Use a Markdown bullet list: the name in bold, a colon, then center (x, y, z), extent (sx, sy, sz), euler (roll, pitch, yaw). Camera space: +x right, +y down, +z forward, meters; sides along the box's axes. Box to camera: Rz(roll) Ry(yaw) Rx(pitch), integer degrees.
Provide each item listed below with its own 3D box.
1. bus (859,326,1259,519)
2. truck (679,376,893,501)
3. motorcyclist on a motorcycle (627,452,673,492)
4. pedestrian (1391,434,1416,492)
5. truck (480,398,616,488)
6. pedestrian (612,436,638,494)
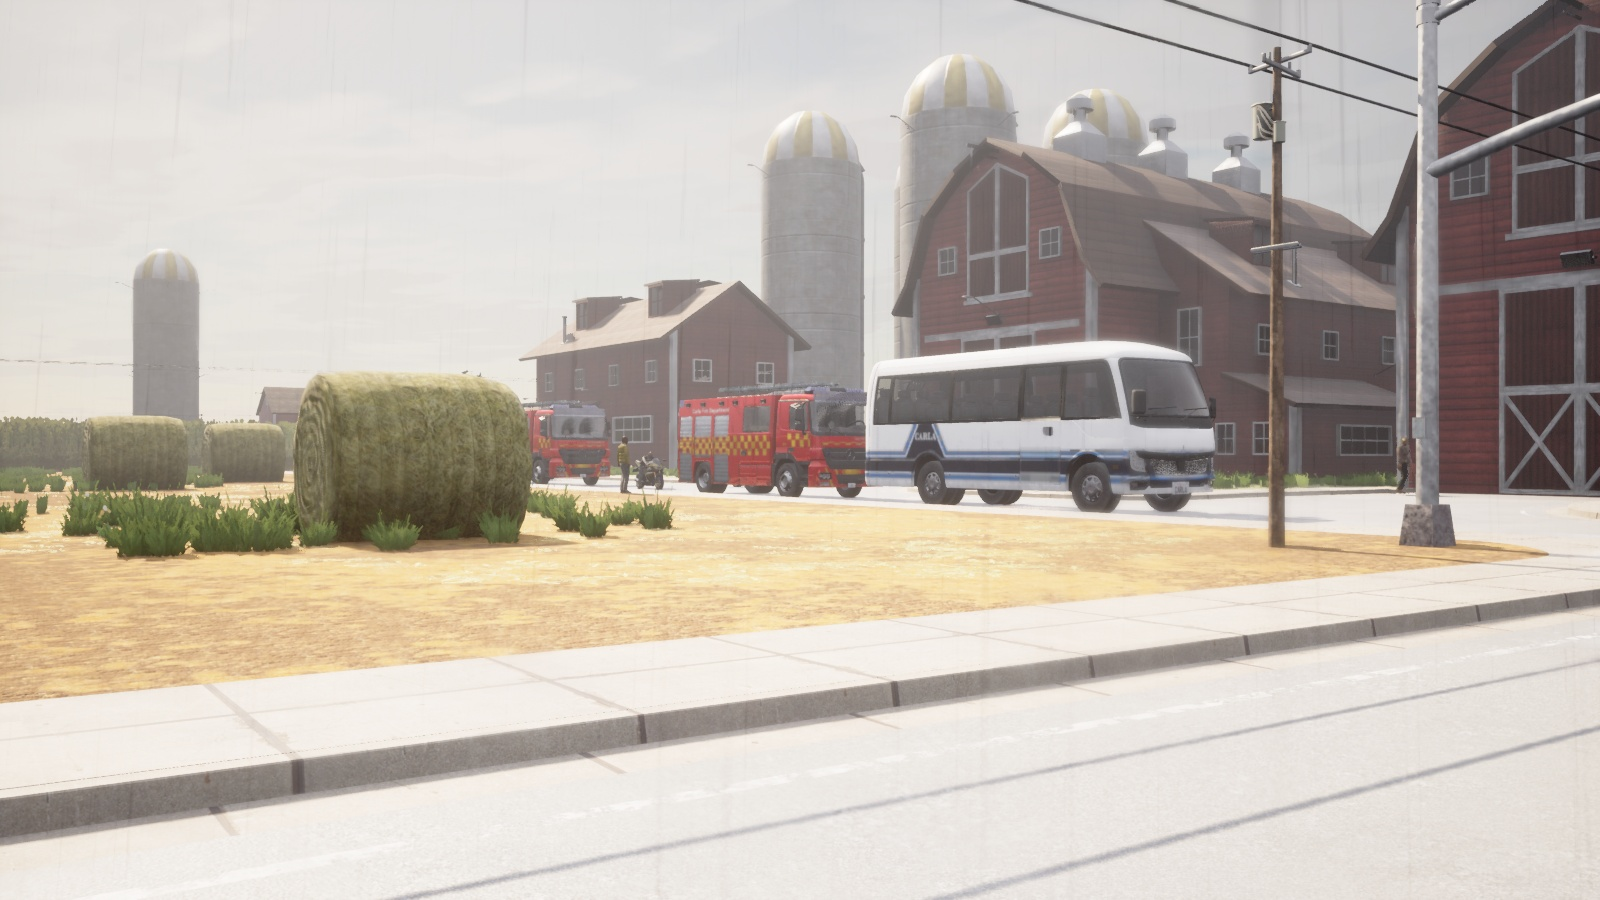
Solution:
- **bus**: center (6.317, -0.595, 32.948), extent (3.944, 4.253, 10.273), euler (0, 0, -36)
- **truck**: center (-0.707, -0.342, 42.652), extent (2.891, 3.827, 8.468), euler (0, 0, -36)
- **motorcyclist on a motorcycle**: center (-5.970, 0.870, 49.922), extent (0.866, 1.530, 2.191), euler (-1, 0, -36)
- **pedestrian**: center (19.585, 0.418, 40.742), extent (0.331, 1.846, 0.634), euler (0, 0, -36)
- **truck**: center (-11.783, -0.280, 57.959), extent (2.891, 3.827, 8.468), euler (0, 0, -36)
- **pedestrian**: center (-5.554, 0.475, 39.771), extent (0.726, 1.835, 0.370), euler (0, 0, -31)
